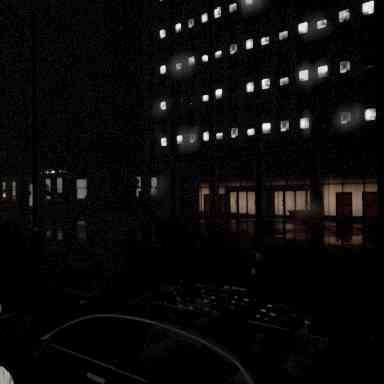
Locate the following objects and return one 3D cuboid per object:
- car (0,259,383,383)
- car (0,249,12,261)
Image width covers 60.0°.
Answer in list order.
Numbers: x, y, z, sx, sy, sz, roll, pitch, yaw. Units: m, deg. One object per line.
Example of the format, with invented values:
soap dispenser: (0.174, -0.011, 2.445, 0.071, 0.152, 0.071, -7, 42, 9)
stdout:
car: (-0.221, 1.551, 3.041, 4.403, 1.369, 2.008, 0, -1, 35)
car: (-4.761, 1.551, 6.265, 4.403, 1.369, 2.008, 0, -1, 35)
